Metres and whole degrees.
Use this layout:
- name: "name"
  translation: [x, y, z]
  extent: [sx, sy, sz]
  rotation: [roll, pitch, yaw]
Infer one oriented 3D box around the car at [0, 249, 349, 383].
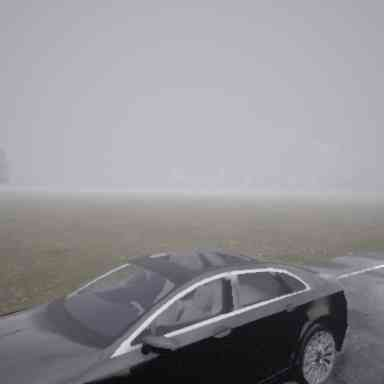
- name: "car"
  translation: [-0.198, 1.493, 3.727]
  extent: [4.902, 1.511, 2.128]
  rotation: [0, 0, -35]
